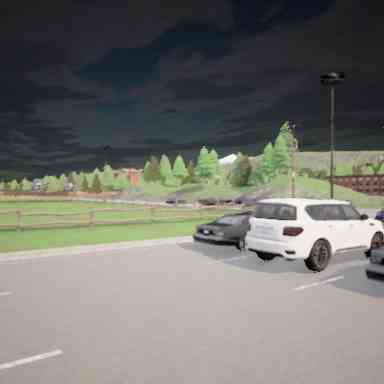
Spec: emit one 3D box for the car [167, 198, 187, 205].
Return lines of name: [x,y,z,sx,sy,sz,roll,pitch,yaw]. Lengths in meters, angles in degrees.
car: [-2.782,1.703,62.005,1.895,1.301,4.718,0,0,-36]

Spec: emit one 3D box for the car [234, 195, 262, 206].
car: [9.485,1.476,57.037,2.097,1.767,4.553,0,0,-36]

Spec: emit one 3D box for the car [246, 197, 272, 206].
car: [11.979,1.698,59.580,1.994,1.385,4.181,0,0,-36]

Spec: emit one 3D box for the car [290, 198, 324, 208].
car: [17.776,1.640,51.602,1.837,1.490,4.892,0,0,-36]

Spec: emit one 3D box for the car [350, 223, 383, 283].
car: [6.467,1.578,8.368,5.357,1.411,2.033,0,0,-36]

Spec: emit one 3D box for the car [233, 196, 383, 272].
car: [4.255,1.249,11.080,5.566,2.045,2.150,1,0,-36]

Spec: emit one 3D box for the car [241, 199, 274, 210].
car: [8.984,1.667,45.829,1.994,1.385,4.181,0,0,-36]

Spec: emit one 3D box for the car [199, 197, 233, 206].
car: [3.730,1.580,53.029,1.882,1.535,5.008,0,0,-36]

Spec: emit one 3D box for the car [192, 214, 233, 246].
car: [2.582,1.579,14.192,5.357,1.411,2.033,0,0,-36]

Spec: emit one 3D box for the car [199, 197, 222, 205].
car: [3.527,1.725,65.304,1.895,1.301,4.718,0,0,-36]

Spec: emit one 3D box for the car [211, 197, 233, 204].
car: [6.119,1.735,67.715,1.895,1.301,4.718,0,0,-36]

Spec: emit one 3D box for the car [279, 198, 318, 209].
car: [15.503,1.672,48.774,2.033,1.411,5.357,0,0,-36]
